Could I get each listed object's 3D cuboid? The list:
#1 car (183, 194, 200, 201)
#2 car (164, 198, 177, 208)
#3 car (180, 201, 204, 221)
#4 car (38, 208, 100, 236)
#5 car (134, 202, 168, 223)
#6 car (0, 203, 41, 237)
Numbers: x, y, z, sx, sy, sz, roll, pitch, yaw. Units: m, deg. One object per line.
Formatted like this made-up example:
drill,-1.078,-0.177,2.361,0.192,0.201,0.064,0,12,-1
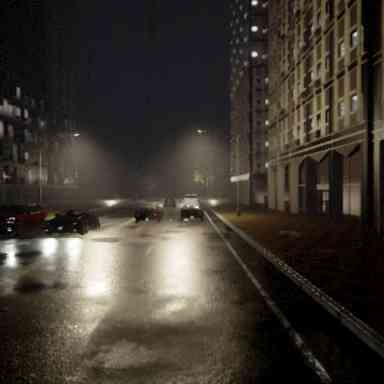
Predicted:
car,-0.103,1.347,47.657,2.150,2.045,5.566,0,0,0
car,-3.369,1.691,50.908,2.033,1.411,5.357,0,0,0
car,-0.016,1.680,28.238,1.895,1.301,4.718,0,0,0
car,-6.672,1.642,18.860,1.994,1.385,4.181,0,0,0
car,-3.257,1.686,26.242,1.895,1.301,4.718,0,0,0
car,-9.922,1.440,18.690,2.097,1.767,4.553,0,0,0
